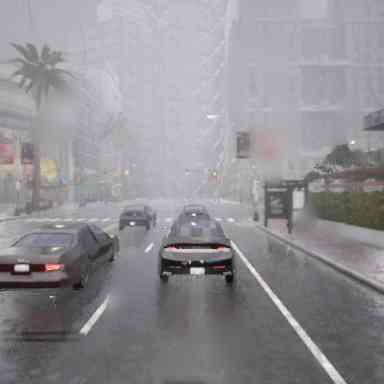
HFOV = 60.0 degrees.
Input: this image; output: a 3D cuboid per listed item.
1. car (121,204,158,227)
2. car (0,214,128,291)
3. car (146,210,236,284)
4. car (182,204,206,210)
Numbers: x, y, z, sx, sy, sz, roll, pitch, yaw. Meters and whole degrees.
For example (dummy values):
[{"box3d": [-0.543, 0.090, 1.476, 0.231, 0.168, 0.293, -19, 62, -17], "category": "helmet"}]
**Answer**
[{"box3d": [-3.378, 1.540, 21.302, 1.837, 1.490, 4.892, 0, 0, 0], "category": "car"}, {"box3d": [-3.389, 1.563, 9.137, 2.033, 1.411, 5.357, 0, 0, 0], "category": "car"}, {"box3d": [0.114, 1.508, 9.653, 2.128, 1.511, 4.902, 0, 0, 0], "category": "car"}, {"box3d": [0.129, 1.540, 21.321, 1.837, 1.490, 4.892, 0, 0, 0], "category": "car"}]
